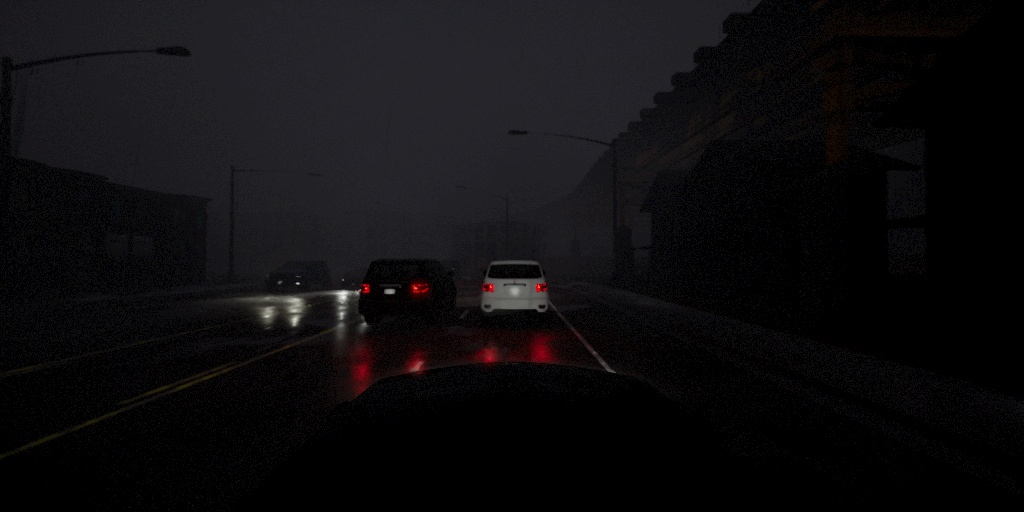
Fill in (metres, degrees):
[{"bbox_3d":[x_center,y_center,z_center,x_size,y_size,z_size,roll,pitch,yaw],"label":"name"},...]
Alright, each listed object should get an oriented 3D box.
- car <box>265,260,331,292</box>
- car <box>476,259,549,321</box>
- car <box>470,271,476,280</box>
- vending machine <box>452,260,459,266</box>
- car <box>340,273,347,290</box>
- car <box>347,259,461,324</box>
[{"bbox_3d":[-14.275,1.275,24.382,2.150,2.045,5.566,1,-1,-6],"label":"car"},{"bbox_3d":[0.091,1.127,13.224,2.150,2.045,5.566,0,-1,0],"label":"car"},{"bbox_3d":[-2.802,1.812,36.183,1.895,1.301,4.718,0,-1,-22],"label":"car"},{"bbox_3d":[-8.706,1.646,54.053,0.880,2.100,1.100,0,0,41],"label":"vending machine"},{"bbox_3d":[-10.946,1.602,26.084,1.812,1.442,4.674,0,-1,-10],"label":"car"},{"bbox_3d":[-3.410,1.119,12.704,2.150,2.045,5.566,0,-1,0],"label":"car"}]
